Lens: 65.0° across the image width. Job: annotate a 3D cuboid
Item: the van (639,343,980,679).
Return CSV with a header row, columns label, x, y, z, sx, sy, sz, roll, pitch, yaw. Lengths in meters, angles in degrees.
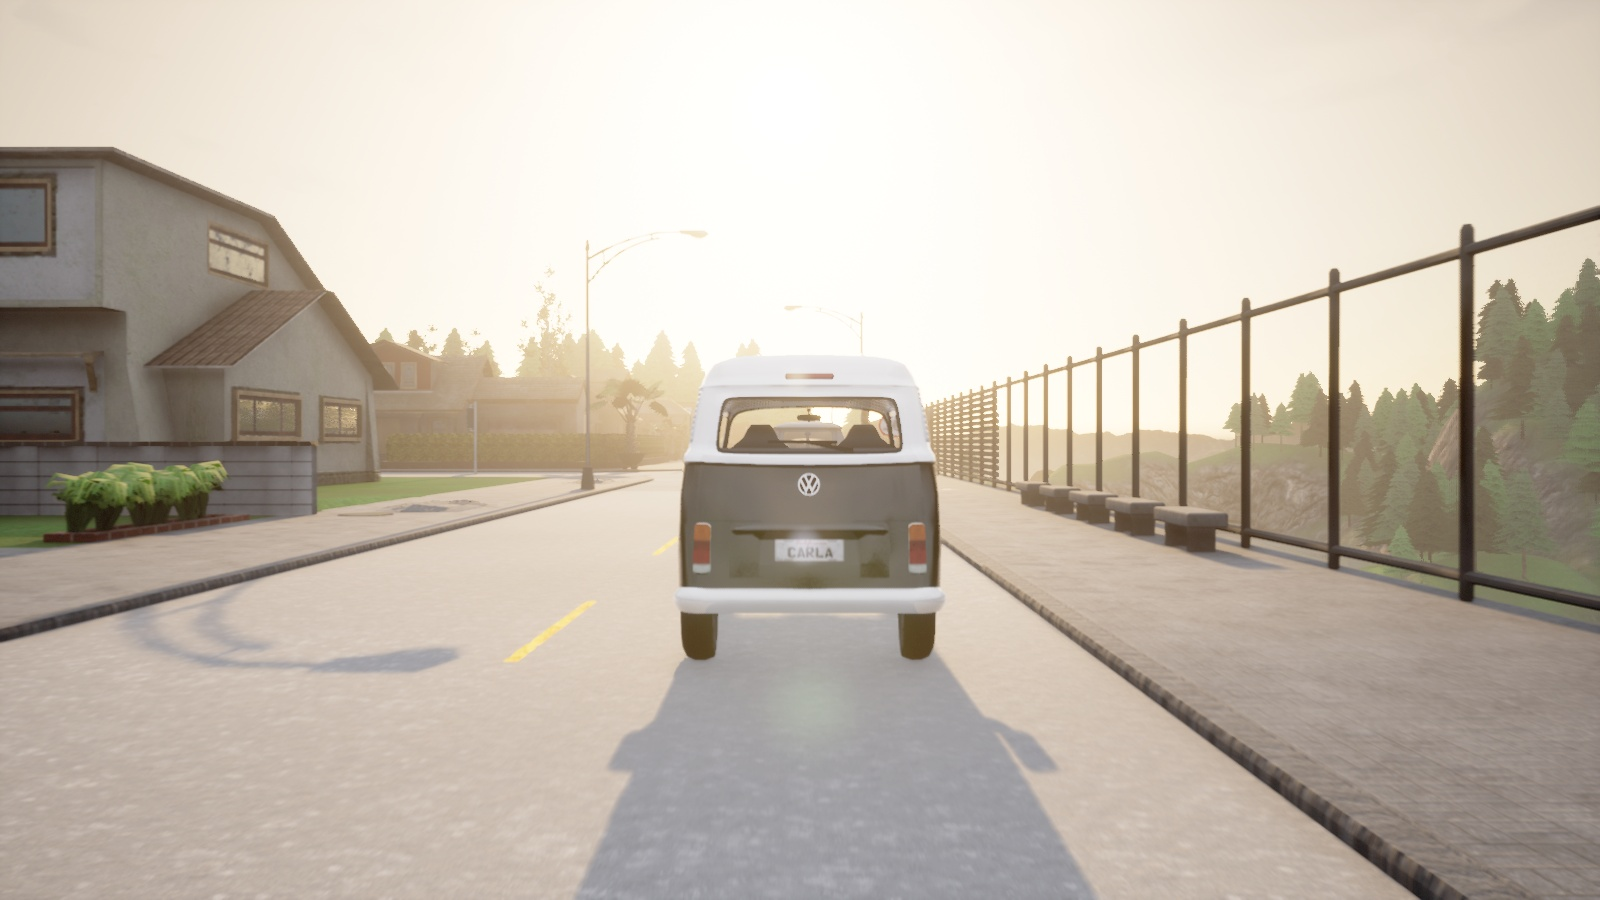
label,x,y,z,sx,sy,sz,roll,pitch,yaw
van,0.071,0.405,9.872,2.069,2.038,4.480,0,-1,0
